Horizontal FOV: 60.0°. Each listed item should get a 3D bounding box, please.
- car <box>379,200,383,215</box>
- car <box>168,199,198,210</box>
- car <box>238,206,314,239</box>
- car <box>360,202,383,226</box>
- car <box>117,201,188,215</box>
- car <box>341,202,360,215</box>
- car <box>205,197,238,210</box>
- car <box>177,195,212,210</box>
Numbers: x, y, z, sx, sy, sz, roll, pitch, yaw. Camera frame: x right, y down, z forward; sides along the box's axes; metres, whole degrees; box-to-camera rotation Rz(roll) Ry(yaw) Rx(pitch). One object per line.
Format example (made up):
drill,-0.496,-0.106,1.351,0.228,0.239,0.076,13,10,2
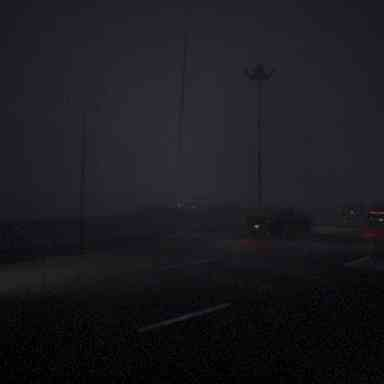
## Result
car,21.055,1.617,35.289,1.994,1.385,4.181,0,0,27
car,-1.143,1.661,45.405,1.837,1.490,4.892,0,-1,28
car,4.834,1.523,17.919,1.882,1.535,5.008,0,0,44
car,13.298,1.527,22.659,2.128,1.511,4.902,0,0,38
car,-3.098,1.640,24.923,2.033,1.411,5.357,0,0,44
car,16.336,1.662,33.562,1.895,1.301,4.718,0,0,30
car,4.000,1.669,40.339,2.033,1.411,5.357,0,0,30
car,0.811,1.359,41.796,2.150,2.045,5.566,0,-1,30
